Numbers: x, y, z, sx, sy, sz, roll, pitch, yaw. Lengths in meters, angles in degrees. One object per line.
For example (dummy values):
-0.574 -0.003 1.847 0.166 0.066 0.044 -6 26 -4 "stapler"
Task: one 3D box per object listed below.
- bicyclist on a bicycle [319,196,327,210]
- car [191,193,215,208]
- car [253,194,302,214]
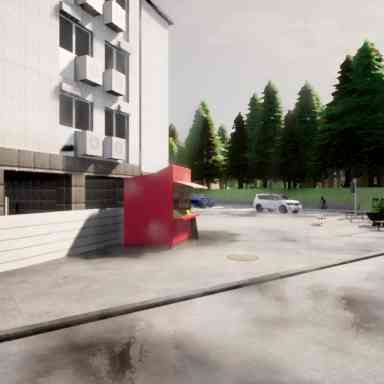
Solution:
15.947 1.349 40.536 1.656 1.620 0.582 0 0 -35 "bicyclist on a bicycle"
0.860 1.221 47.295 2.150 2.045 5.566 0 0 -35 "car"
9.058 1.221 35.743 2.150 2.045 5.566 0 0 -35 "car"
